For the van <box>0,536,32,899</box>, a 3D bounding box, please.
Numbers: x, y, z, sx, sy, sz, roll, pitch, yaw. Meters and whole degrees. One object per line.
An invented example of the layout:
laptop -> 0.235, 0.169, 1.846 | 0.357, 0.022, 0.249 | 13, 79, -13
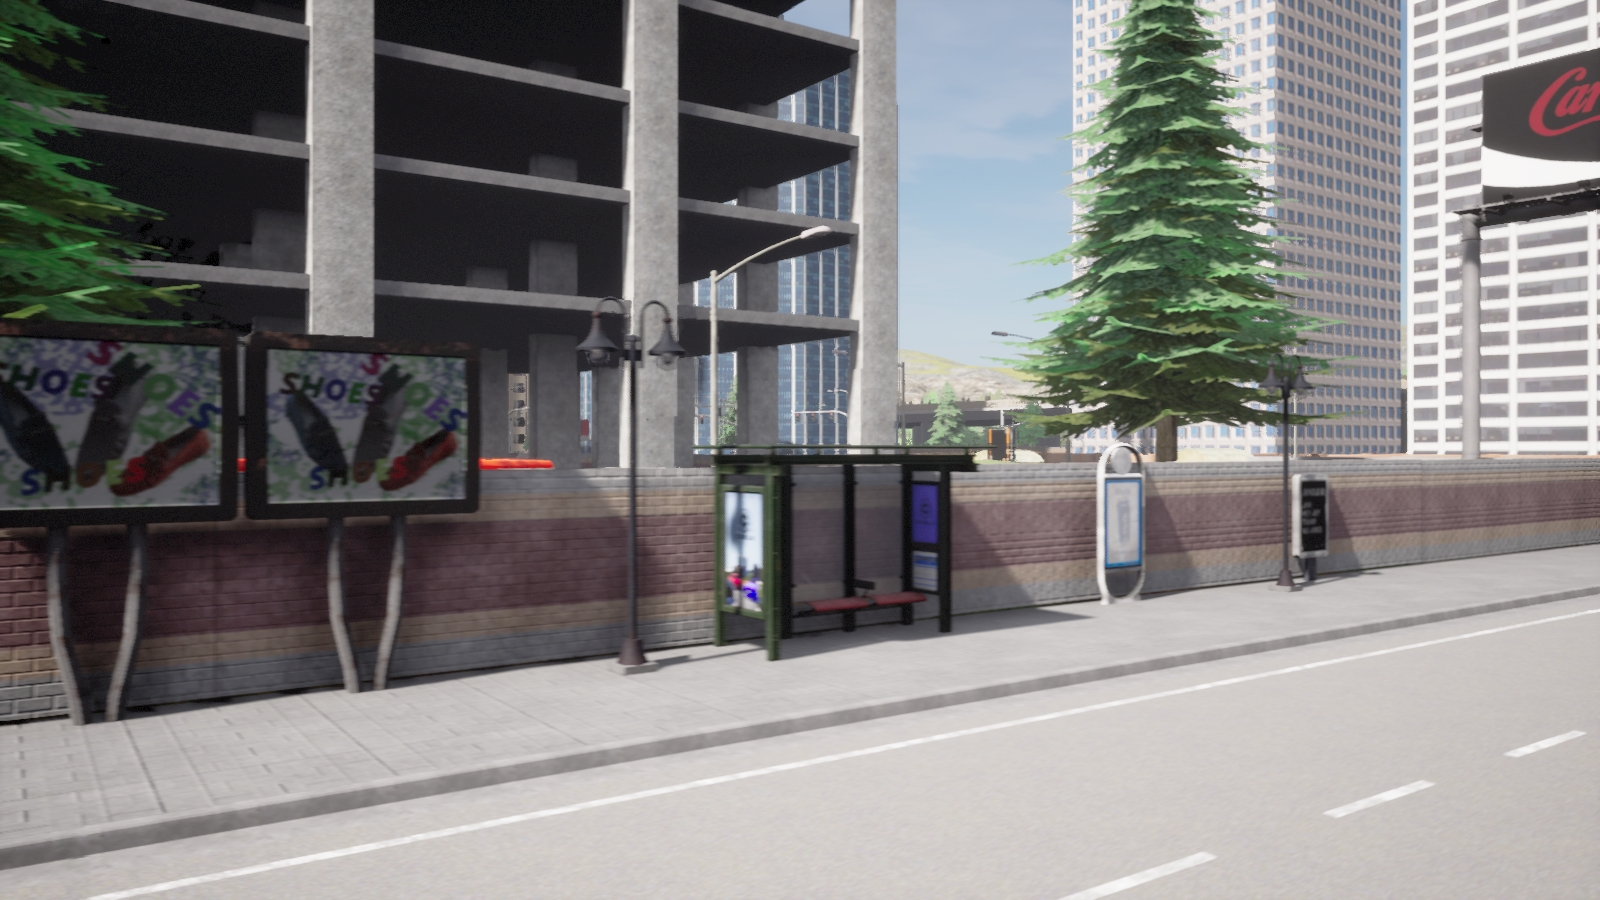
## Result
van -> -4.169, 1.534, 0.871 | 5.915, 2.561, 1.988 | 0, 0, -35
